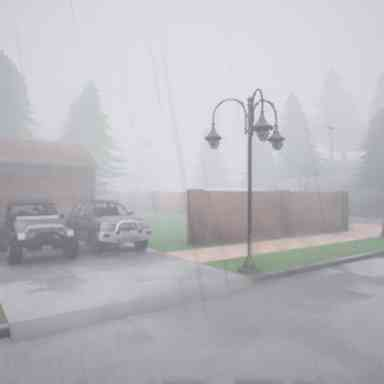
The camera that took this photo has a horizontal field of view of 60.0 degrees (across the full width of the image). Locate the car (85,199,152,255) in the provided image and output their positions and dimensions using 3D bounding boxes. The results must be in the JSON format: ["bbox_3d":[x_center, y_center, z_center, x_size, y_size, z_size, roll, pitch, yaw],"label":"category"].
[{"bbox_3d":[-3.404,1.197,12.896,1.932,1.855,4.605,0,0,-35],"label":"car"}]

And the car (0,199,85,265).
[{"bbox_3d":[-5.226,1.185,11.120,1.905,1.878,3.866,0,0,-35],"label":"car"}]
